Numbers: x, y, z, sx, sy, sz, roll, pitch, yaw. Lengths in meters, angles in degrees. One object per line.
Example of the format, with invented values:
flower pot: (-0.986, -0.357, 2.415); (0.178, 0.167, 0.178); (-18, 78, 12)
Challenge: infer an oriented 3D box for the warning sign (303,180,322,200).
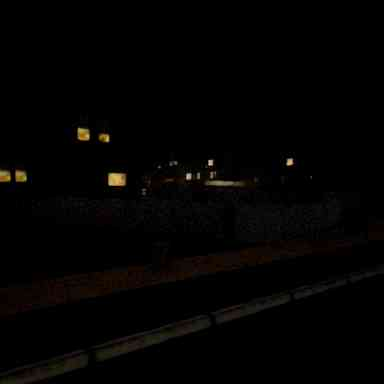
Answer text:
warning sign: (11.361, -0.186, 31.399); (1.300, 1.860, 1.060); (-4, 2, -34)

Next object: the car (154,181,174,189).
car: (-3.458, -0.846, 48.968); (1.812, 1.442, 4.674); (-1, 3, -33)

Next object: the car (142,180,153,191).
car: (-6.787, -0.937, 48.836); (2.128, 1.511, 4.902); (-1, 3, -34)
